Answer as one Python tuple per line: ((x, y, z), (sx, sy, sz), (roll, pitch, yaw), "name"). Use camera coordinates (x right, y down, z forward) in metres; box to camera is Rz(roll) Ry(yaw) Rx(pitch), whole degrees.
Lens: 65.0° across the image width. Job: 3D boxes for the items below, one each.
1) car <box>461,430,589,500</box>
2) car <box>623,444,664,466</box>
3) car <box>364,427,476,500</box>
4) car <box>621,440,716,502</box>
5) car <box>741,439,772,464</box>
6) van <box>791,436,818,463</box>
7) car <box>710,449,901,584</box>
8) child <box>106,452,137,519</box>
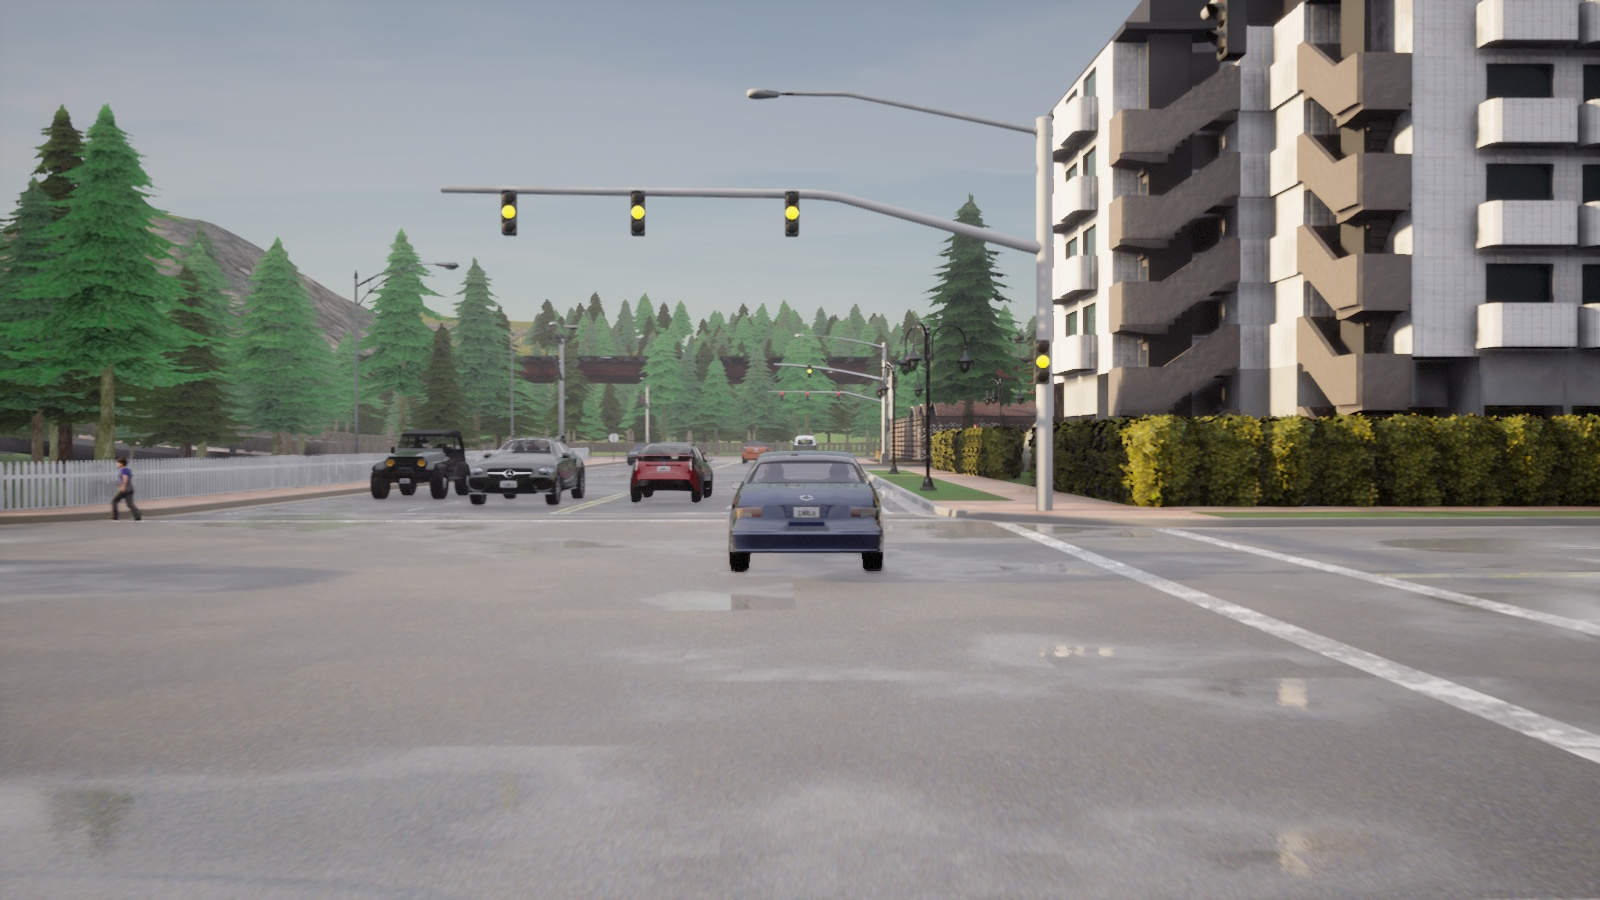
((-6.878, 0.336, 32.030), (2.152, 1.651, 5.027), (0, 0, 0), "car")
((-10.206, 0.318, 82.311), (2.033, 1.411, 5.357), (0, 0, 0), "car")
((-10.370, 0.335, 34.553), (1.905, 1.878, 3.866), (0, 0, 0), "car")
((-3.375, 0.503, 33.110), (2.007, 1.525, 4.514), (0, 0, 0), "car")
((-3.173, 0.082, 92.006), (2.097, 1.767, 4.553), (0, 0, 0), "car")
((0.343, -0.072, 96.225), (2.069, 2.038, 4.480), (0, 0, 0), "van")
((0.066, 0.703, 16.051), (2.033, 1.411, 5.357), (0, 0, 0), "car")
((-12.940, 0.675, 23.941), (0.437, 1.263, 0.270), (0, 0, 7), "child")
